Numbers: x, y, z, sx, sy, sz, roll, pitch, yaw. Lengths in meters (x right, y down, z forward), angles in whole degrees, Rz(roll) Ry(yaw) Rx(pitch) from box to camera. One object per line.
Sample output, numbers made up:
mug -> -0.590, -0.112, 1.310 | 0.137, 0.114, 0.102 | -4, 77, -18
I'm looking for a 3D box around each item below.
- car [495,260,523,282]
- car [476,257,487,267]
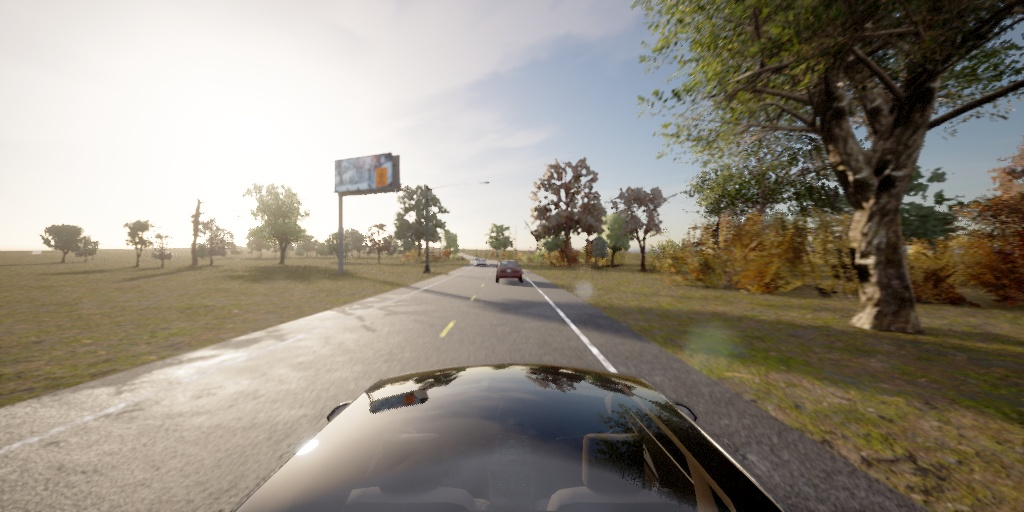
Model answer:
car -> -0.265, 1.105, 28.985 | 2.097, 1.767, 4.553 | 0, 0, -1
car -> -5.451, 1.280, 64.705 | 2.033, 1.411, 5.357 | 0, 0, -3
